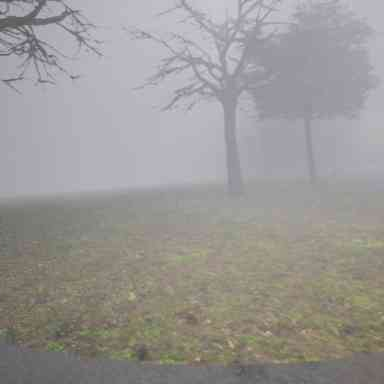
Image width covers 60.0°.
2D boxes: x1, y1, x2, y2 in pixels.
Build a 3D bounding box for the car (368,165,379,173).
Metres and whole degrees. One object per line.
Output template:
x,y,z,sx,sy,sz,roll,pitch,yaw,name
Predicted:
35.517,-4.619,65.019,1.812,1.442,4.674,-4,3,29,car
